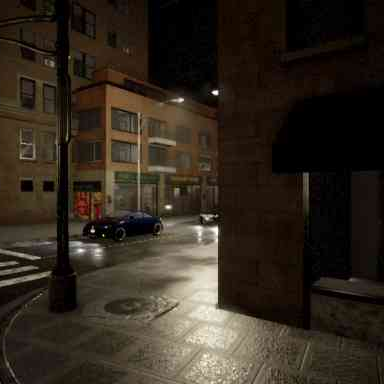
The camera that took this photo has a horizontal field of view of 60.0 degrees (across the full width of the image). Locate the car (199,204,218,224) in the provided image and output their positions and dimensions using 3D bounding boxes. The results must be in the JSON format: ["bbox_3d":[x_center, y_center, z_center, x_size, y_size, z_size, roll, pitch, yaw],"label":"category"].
[{"bbox_3d":[2.368,1.580,24.704,1.812,1.442,4.674,0,0,35],"label":"car"}]

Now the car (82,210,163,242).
[{"bbox_3d":[-3.345,1.595,16.696,1.994,1.385,4.181,0,0,35],"label":"car"}]
